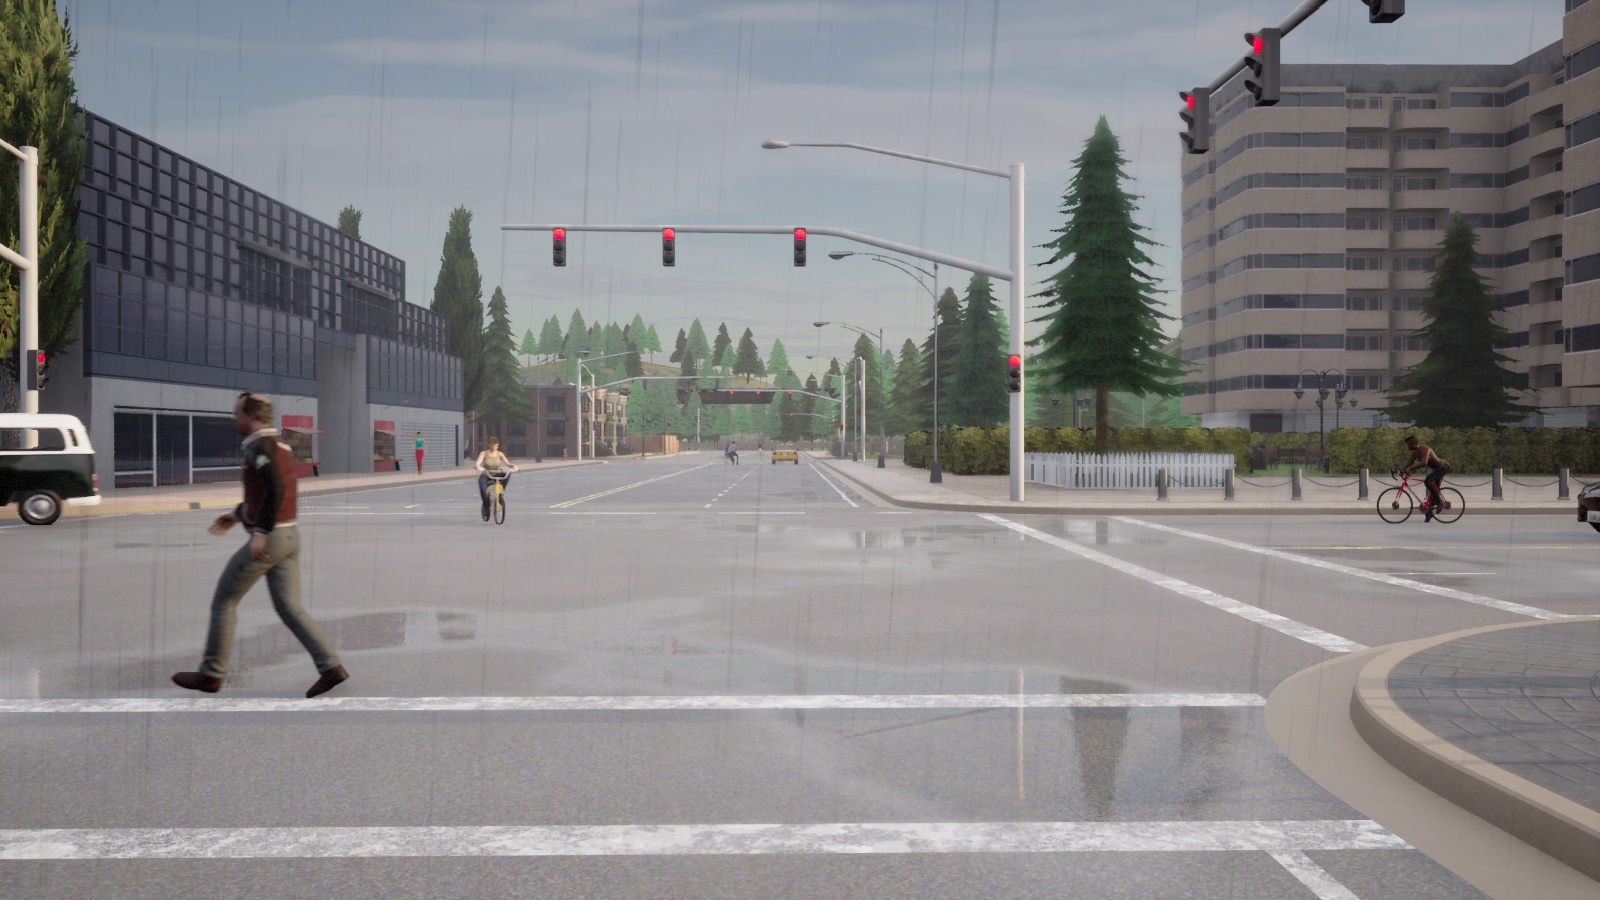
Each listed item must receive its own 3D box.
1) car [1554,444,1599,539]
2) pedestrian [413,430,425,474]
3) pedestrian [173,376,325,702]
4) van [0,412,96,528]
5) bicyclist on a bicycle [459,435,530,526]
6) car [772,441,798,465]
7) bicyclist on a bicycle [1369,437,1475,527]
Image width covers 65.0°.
[{"bbox_3d":[14.827,0.647,19.625,4.792,1.488,2.163,0,0,-1],"label":"car"},{"bbox_3d":[-16.074,0.093,53.017,0.345,1.836,0.594,0,0,-1],"label":"pedestrian"},{"bbox_3d":[-3.203,0.504,7.326,0.720,1.854,0.376,0,0,1],"label":"pedestrian"},{"bbox_3d":[-15.272,0.329,22.650,4.480,2.038,2.069,0,2,-30],"label":"van"},{"bbox_3d":[-5.626,0.548,23.067,0.866,1.612,1.509,2,0,-29],"label":"bicyclist on a bicycle"},{"bbox_3d":[-1.048,0.189,87.747,1.801,1.575,5.366,0,0,-1],"label":"car"},{"bbox_3d":[11.414,0.578,23.080,1.656,1.620,0.582,0,0,-1],"label":"bicyclist on a bicycle"}]
